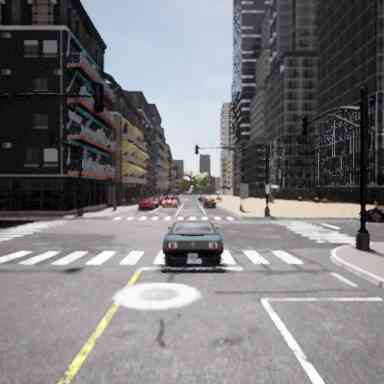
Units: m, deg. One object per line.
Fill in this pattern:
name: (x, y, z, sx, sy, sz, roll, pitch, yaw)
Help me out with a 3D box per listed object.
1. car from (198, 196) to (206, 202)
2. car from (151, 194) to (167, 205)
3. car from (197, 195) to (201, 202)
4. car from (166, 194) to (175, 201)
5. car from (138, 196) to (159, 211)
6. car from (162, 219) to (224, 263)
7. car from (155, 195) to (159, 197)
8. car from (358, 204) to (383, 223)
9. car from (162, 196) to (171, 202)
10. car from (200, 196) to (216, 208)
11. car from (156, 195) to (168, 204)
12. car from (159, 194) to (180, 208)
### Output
car: (2.463, 1.638, 82.155, 1.887, 1.381, 4.507, -1, 0, 0)
car: (-5.837, 1.377, 59.483, 2.192, 1.841, 5.009, -1, 0, 0)
car: (2.489, 1.628, 70.856, 2.008, 1.369, 4.403, -1, 0, 0)
car: (-5.913, 1.424, 93.377, 2.192, 1.841, 5.009, -1, 0, 0)
car: (-5.795, 1.586, 42.536, 1.887, 1.381, 4.507, -1, 0, 0)
car: (0.041, 1.647, 12.110, 1.895, 1.301, 4.718, 0, -1, 0)
car: (-5.809, 1.488, 48.185, 1.967, 1.590, 4.097, -1, 0, 0)
car: (14.620, 1.493, 24.540, 4.313, 1.339, 1.947, 0, 1, 0)
car: (-5.871, 1.667, 76.430, 1.802, 1.307, 4.206, -1, 0, 0)
car: (2.539, 1.593, 48.261, 1.887, 1.381, 4.507, -1, 0, 0)
car: (-5.848, 1.510, 65.131, 1.967, 1.590, 4.097, -1, 0, 0)
car: (-3.191, 1.399, 47.923, 2.097, 1.767, 4.553, 0, 0, 0)
